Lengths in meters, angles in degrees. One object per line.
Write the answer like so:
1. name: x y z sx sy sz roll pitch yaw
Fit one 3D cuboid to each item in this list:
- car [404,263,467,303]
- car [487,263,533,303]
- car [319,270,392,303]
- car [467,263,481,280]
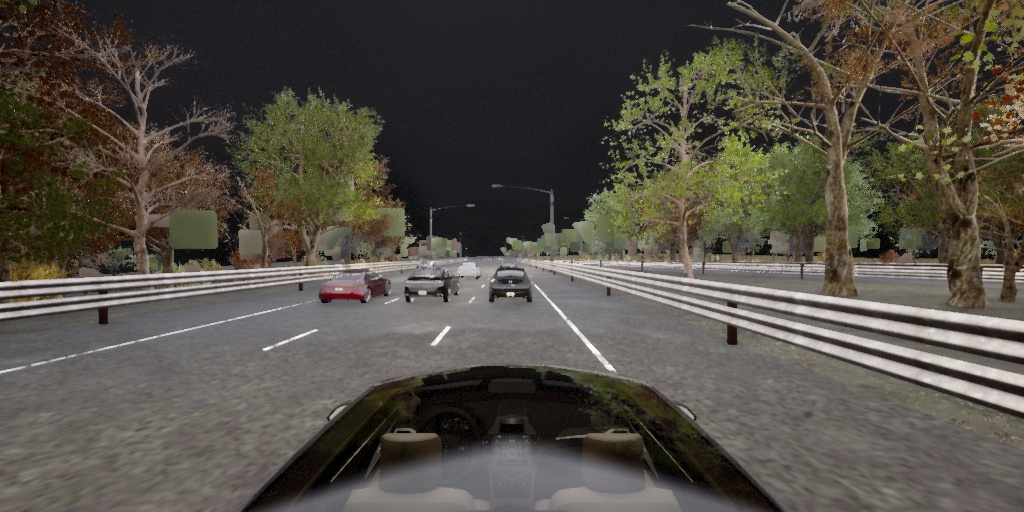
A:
1. car: -3.576 1.248 16.655 2.128 1.511 4.902 0 0 -1
2. car: -0.075 1.269 16.690 1.837 1.490 4.892 0 0 -1
3. car: -7.075 1.325 16.621 1.994 1.385 4.181 0 0 -1
4. car: -3.798 1.296 31.706 1.812 1.442 4.674 0 0 -1
